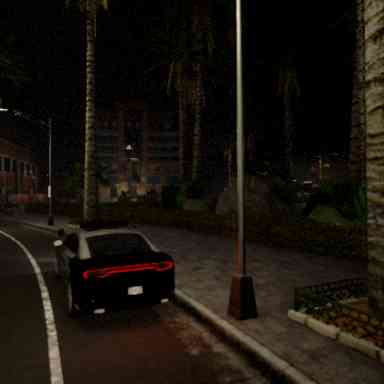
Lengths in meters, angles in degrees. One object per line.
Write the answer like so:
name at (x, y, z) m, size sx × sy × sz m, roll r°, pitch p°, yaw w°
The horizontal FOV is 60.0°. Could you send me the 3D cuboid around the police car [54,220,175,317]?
police car at (-2.136, 1.494, 7.967) m, size 1.930 × 1.638 × 5.238 m, roll 0°, pitch 0°, yaw -27°
